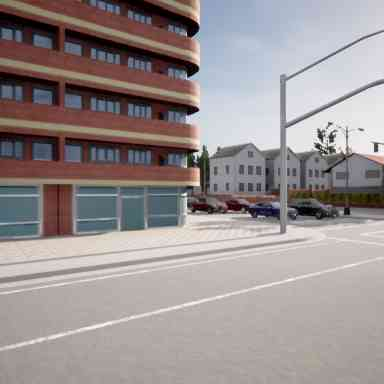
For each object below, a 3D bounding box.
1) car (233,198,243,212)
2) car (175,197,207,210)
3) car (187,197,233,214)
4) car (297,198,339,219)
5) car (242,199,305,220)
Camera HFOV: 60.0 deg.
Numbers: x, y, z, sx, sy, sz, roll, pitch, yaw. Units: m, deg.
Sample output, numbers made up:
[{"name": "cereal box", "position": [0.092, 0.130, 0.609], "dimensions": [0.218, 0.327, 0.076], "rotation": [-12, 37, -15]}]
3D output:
[{"name": "car", "position": [5.174, 1.478, 36.646], "dimensions": [1.882, 1.535, 5.008], "rotation": [0, 0, -35]}, {"name": "car", "position": [-0.210, 1.505, 44.434], "dimensions": [1.837, 1.490, 4.892], "rotation": [0, 0, -35]}, {"name": "car", "position": [1.795, 1.352, 35.374], "dimensions": [2.097, 1.767, 4.553], "rotation": [0, 0, -34]}, {"name": "car", "position": [10.427, 1.352, 29.072], "dimensions": [2.097, 1.767, 4.553], "rotation": [0, 0, -35]}, {"name": "car", "position": [6.792, 1.526, 28.178], "dimensions": [1.812, 1.442, 4.674], "rotation": [0, 0, -35]}]
